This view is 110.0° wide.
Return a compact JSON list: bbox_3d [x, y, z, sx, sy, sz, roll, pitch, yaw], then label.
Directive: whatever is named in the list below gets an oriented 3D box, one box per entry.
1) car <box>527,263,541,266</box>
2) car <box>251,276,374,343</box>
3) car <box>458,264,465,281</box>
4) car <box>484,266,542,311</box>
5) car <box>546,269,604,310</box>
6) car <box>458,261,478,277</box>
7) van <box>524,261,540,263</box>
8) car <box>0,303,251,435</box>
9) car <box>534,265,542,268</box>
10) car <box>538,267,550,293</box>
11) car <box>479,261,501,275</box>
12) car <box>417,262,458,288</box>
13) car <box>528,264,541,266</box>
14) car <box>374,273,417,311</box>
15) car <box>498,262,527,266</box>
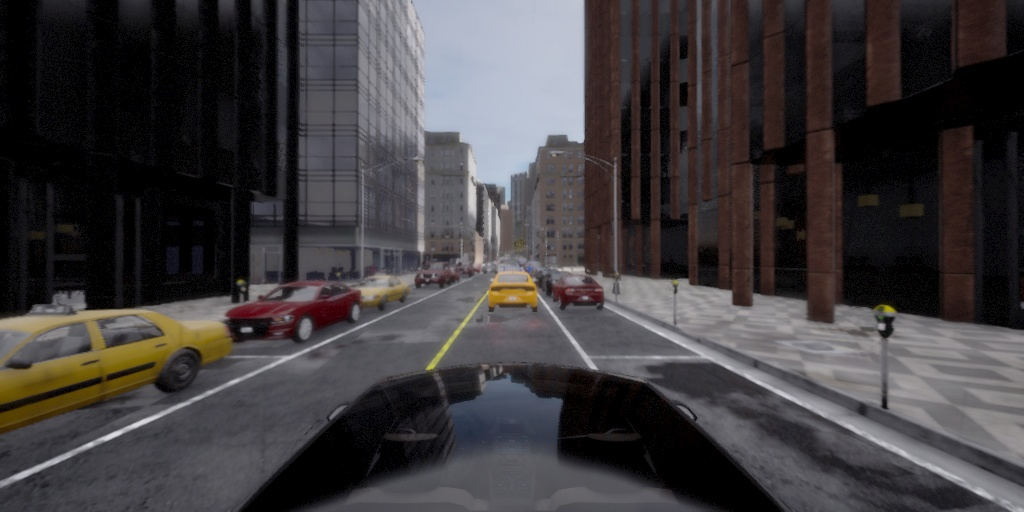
[{"bbox_3d":[2.755,1.768,38.258,1.802,1.307,4.207,0,0,0],"label":"car"},{"bbox_3d":[-5.764,1.396,10.041,1.888,1.381,4.507,0,0,0],"label":"car"},{"bbox_3d":[-5.769,1.666,32.616,1.888,1.381,4.507,0,0,0],"label":"car"},{"bbox_3d":[0.053,1.394,15.406,1.882,1.535,5.008,0,0,0],"label":"car"},{"bbox_3d":[2.760,1.465,15.680,1.888,1.381,4.507,0,0,0],"label":"car"},{"bbox_3d":[-5.771,1.563,43.904,2.192,1.841,5.009,0,0,0],"label":"car"},{"bbox_3d":[2.754,1.589,43.902,1.690,1.789,3.998,0,0,0],"label":"van"},{"bbox_3d":[-5.763,1.307,4.229,1.751,1.417,4.829,0,0,0],"label":"car"},{"bbox_3d":[2.757,1.621,26.969,1.948,1.339,4.313,0,0,0],"label":"car"},{"bbox_3d":[2.759,1.554,21.325,1.948,1.339,4.313,0,0,0],"label":"car"},{"bbox_3d":[-3.094,1.816,50.879,2.128,1.511,4.902,0,-1,0],"label":"car"},{"bbox_3d":[-5.768,1.370,26.972,2.192,1.841,5.009,0,0,0],"label":"car"},{"bbox_3d":[2.756,1.672,32.614,2.007,1.370,4.403,0,0,0],"label":"car"},{"bbox_3d":[-5.766,1.445,15.515,1.751,1.417,4.829,0,0,0],"label":"car"},{"bbox_3d":[0.049,1.573,30.414,1.882,1.535,5.008,0,0,0],"label":"car"}]
